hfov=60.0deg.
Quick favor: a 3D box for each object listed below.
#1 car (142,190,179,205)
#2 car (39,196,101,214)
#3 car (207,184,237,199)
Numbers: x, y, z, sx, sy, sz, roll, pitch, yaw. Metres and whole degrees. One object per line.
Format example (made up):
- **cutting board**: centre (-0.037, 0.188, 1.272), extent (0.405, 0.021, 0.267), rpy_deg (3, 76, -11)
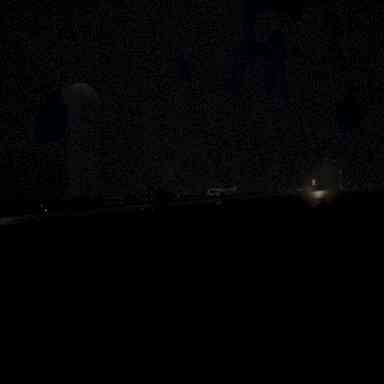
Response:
- **car**: centre (-3.428, 0.576, 36.720), extent (1.837, 1.490, 4.892), rpy_deg (-1, 1, 36)
- **car**: centre (-10.013, 1.050, 27.505), extent (1.895, 1.301, 4.718), rpy_deg (-1, 1, 36)
- **car**: centre (4.337, -0.122, 47.543), extent (2.150, 2.045, 5.566), rpy_deg (-1, 1, 36)
